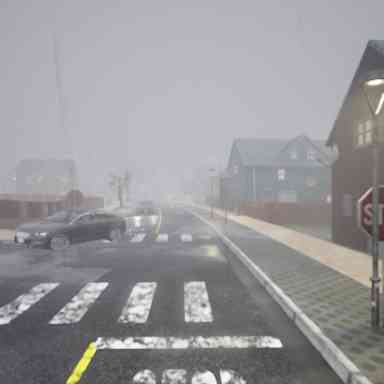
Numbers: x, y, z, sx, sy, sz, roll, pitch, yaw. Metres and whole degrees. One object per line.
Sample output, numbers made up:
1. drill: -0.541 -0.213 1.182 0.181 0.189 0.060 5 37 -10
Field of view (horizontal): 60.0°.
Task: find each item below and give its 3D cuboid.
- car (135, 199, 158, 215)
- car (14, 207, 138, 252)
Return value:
1. car: -4.516 1.509 33.023 1.837 1.490 4.892 0 0 -6
2. car: -4.818 1.478 13.946 2.128 1.511 4.902 3 1 31
